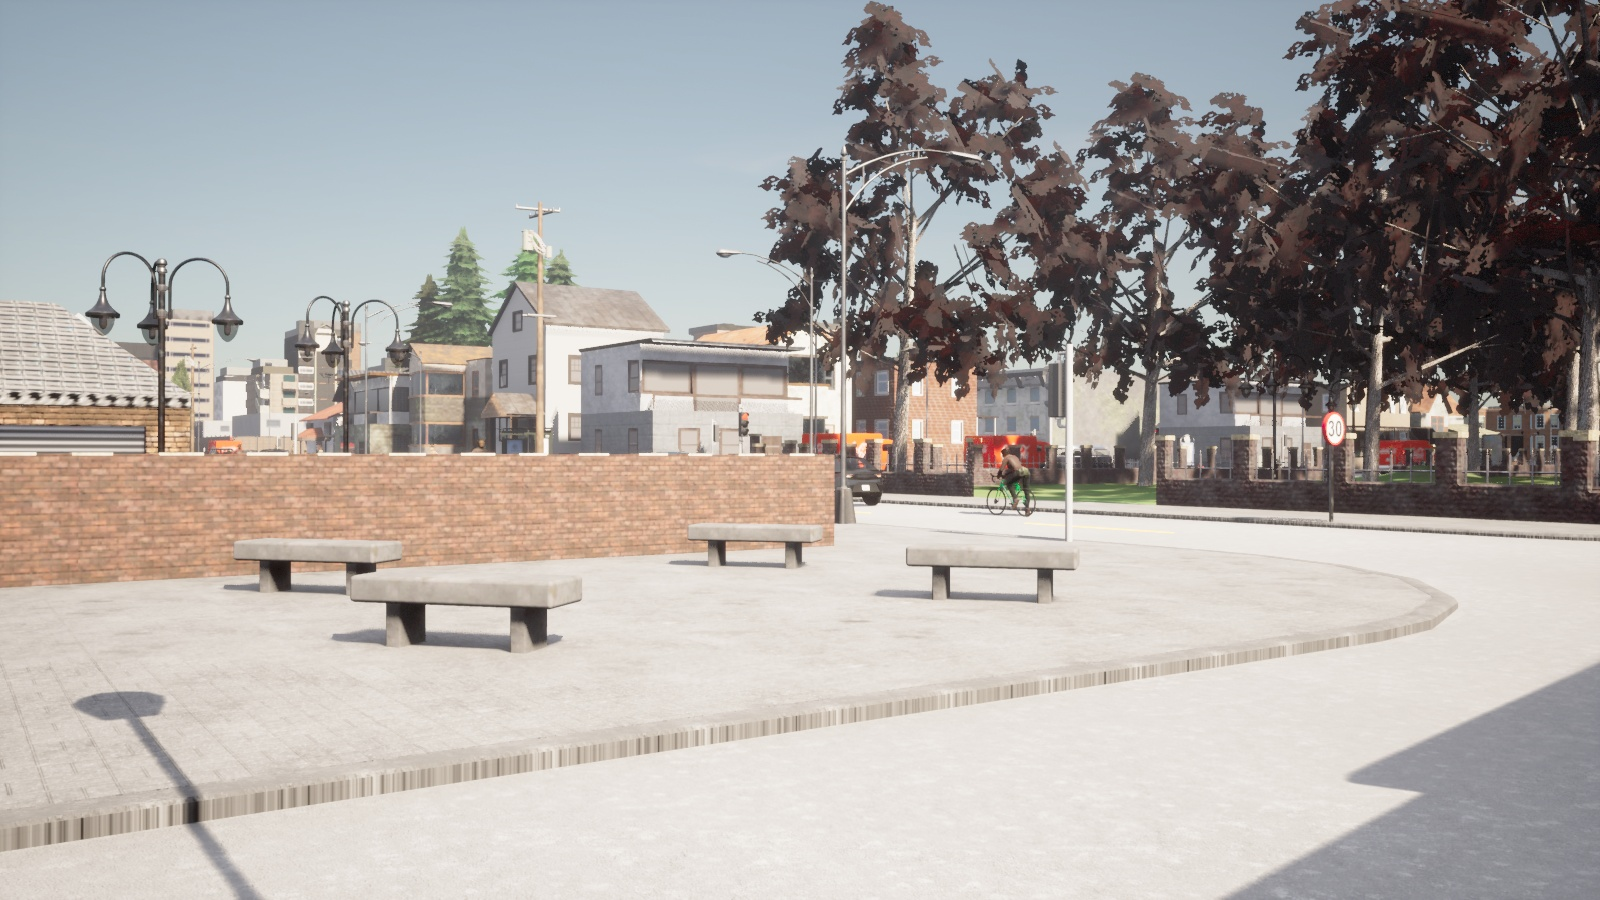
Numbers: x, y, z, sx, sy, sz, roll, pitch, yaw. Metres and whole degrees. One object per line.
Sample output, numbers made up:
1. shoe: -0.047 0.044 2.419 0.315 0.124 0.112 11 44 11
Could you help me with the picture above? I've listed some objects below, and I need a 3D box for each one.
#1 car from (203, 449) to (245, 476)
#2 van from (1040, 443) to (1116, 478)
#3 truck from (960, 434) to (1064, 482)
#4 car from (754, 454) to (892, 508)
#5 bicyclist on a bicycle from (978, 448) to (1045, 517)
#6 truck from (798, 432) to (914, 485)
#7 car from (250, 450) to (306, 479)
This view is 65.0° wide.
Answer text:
1. car: -40.874 0.866 89.074 1.932 1.855 4.605 0 0 -35
2. van: 16.842 0.618 76.006 4.480 2.038 2.069 0 0 -36
3. truck: 11.362 0.398 67.218 5.204 2.467 2.627 0 0 -38
4. car: 0.603 0.846 36.427 1.816 1.474 4.193 0 0 -36
5. bicyclist on a bicycle: 5.038 0.760 30.000 0.582 1.620 1.656 0 0 -35
6. truck: 2.738 0.402 61.153 5.204 2.467 2.627 0 0 -39
7. car: -31.357 0.840 75.362 2.242 1.667 4.611 0 0 -35
